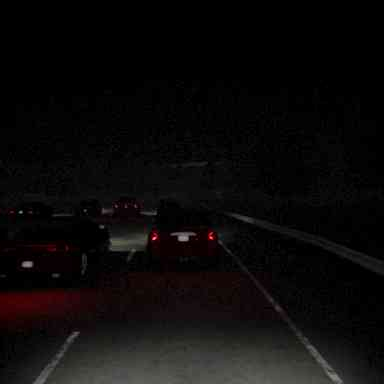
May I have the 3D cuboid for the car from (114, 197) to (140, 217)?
[{"bbox_3d":[-5.743,1.211,29.603,2.097,1.767,4.553,0,0,-8],"label":"car"}]

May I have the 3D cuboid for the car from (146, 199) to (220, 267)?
[{"bbox_3d":[-0.347,1.294,11.338,2.097,1.767,4.553,0,0,-3],"label":"car"}]

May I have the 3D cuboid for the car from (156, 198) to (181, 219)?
[{"bbox_3d":[-2.106,1.359,29.057,1.837,1.490,4.892,0,0,-8],"label":"car"}]

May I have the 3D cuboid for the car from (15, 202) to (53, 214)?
[{"bbox_3d":[-12.180,1.441,25.523,2.033,1.411,5.357,0,0,-8],"label":"car"}]

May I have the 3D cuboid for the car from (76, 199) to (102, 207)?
[{"bbox_3d":[-9.441,1.353,30.726,2.128,1.511,4.902,0,0,-9],"label":"car"}]

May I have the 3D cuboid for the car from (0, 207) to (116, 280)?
[{"bbox_3d":[-3.757,1.434,9.835,1.882,1.535,5.008,0,0,-3],"label":"car"}]

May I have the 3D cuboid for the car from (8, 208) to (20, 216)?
[{"bbox_3d":[-7.254,1.443,9.668,1.882,1.535,5.008,0,0,-3],"label":"car"}]
